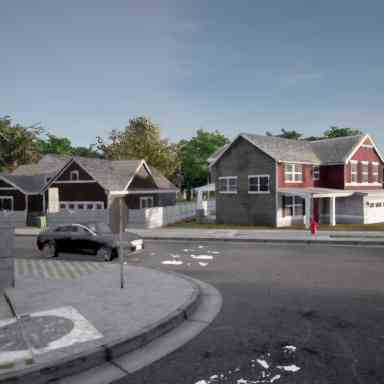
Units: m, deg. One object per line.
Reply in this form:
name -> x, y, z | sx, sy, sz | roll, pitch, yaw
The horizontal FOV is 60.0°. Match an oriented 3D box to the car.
car -> -4.326, 1.986, 14.083 | 4.902, 1.511, 2.128 | -2, 0, 24
